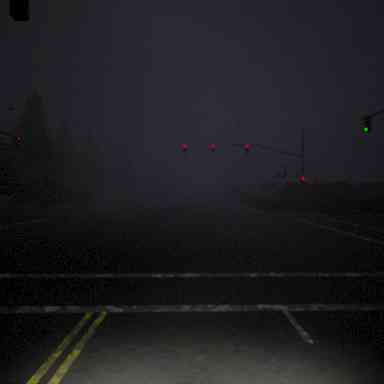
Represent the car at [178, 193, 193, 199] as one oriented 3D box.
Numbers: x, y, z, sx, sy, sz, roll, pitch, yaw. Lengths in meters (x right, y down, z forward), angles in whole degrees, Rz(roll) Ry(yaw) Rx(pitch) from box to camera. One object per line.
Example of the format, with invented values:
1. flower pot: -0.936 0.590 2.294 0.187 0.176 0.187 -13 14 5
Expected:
1. car: -2.250 1.338 94.163 1.812 1.442 4.674 0 0 25
